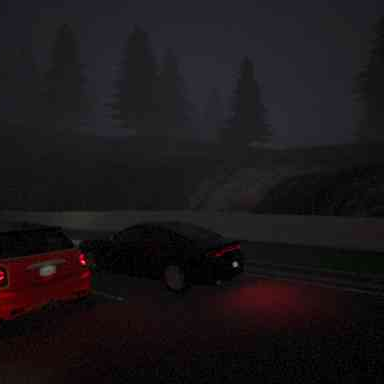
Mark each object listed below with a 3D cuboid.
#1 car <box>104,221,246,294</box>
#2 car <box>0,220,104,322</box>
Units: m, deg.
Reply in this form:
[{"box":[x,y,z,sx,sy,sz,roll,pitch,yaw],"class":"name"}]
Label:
[{"box":[-1.026,1.531,9.033,5.008,1.535,1.882,-1,-1,35],"class":"car"},{"box":[-4.260,1.415,7.045,4.553,1.767,2.097,-1,0,35],"class":"car"}]
